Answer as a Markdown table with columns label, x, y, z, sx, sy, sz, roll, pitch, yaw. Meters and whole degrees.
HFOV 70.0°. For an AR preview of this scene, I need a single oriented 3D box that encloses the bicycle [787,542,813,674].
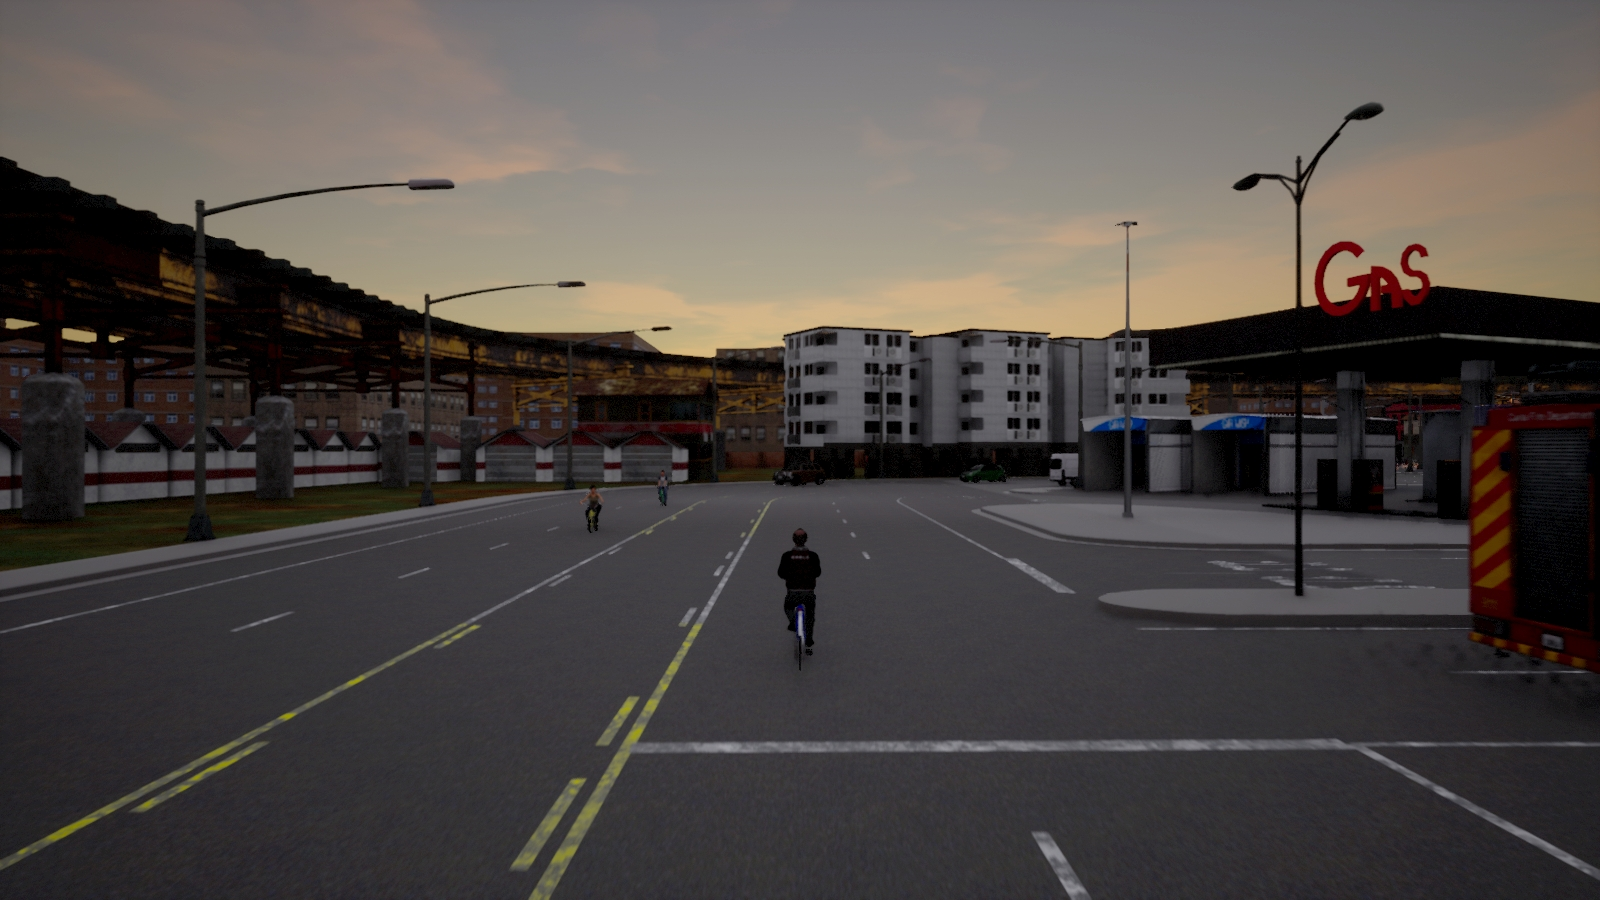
| label | x | y | z | sx | sy | sz | roll | pitch | yaw |
| --- | --- | --- | --- | --- | --- | --- | --- | --- | --- |
| bicycle | -0.004 | 2.048 | 15.162 | 0.329 | 1.496 | 1.835 | 0 | 0 | 0 |

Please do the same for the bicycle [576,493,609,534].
| label | x | y | z | sx | sy | sz | roll | pitch | yaw |
| --- | --- | --- | --- | --- | --- | --- | --- | --- | --- |
| bicycle | -7.002 | 2.145 | 38.609 | 0.859 | 1.301 | 1.487 | 0 | 0 | 0 |

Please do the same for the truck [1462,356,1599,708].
| label | x | y | z | sx | sy | sz | roll | pitch | yaw |
| --- | --- | --- | --- | --- | --- | --- | --- | --- | --- |
| truck | 12.870 | 0.890 | 13.590 | 8.468 | 3.827 | 2.891 | 0 | 0 | -4 |
